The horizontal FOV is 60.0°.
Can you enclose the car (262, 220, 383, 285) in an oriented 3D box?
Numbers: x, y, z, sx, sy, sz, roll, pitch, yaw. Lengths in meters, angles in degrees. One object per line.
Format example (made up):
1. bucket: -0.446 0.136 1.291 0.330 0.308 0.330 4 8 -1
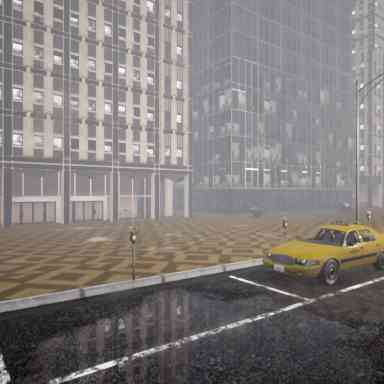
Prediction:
1. car: 4.068 1.526 9.479 4.829 1.417 1.752 0 0 -36
